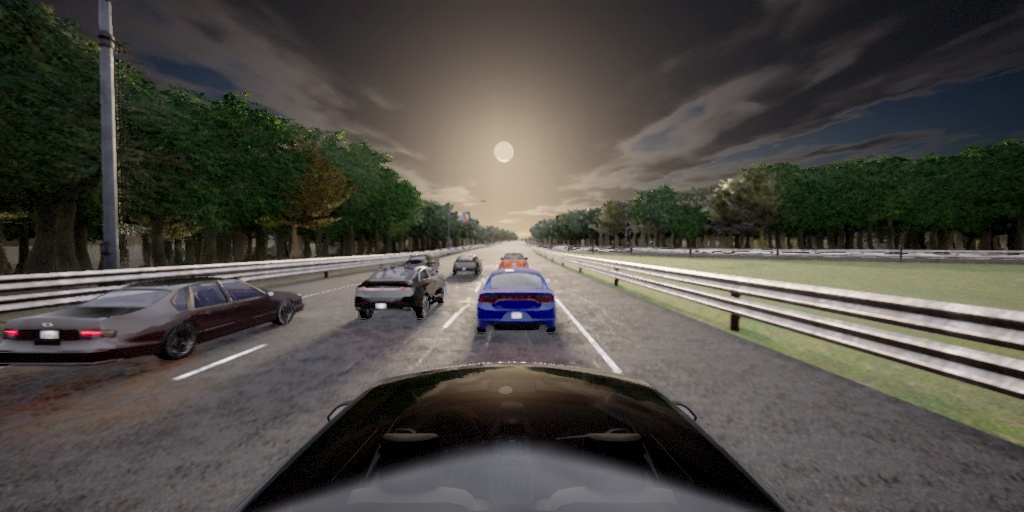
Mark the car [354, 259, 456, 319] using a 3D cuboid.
[{"bbox_3d":[-3.390,1.033,11.724,2.128,1.511,4.902,0,1,0],"label":"car"}]

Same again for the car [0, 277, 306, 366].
[{"bbox_3d":[-6.919,1.176,7.892,2.033,1.411,5.357,0,1,1],"label":"car"}]

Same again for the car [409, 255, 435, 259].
[{"bbox_3d":[-6.847,0.651,27.773,1.837,1.490,4.892,0,1,0],"label":"car"}]

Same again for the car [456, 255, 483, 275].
[{"bbox_3d":[-3.348,0.641,27.624,2.128,1.511,4.902,0,1,0],"label":"car"}]

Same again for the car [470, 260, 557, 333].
[{"bbox_3d":[0.102,1.057,10.123,1.882,1.535,5.008,0,1,0],"label":"car"}]

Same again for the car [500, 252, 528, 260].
[{"bbox_3d":[0.150,0.508,27.396,2.097,1.767,4.553,0,1,0],"label":"car"}]
